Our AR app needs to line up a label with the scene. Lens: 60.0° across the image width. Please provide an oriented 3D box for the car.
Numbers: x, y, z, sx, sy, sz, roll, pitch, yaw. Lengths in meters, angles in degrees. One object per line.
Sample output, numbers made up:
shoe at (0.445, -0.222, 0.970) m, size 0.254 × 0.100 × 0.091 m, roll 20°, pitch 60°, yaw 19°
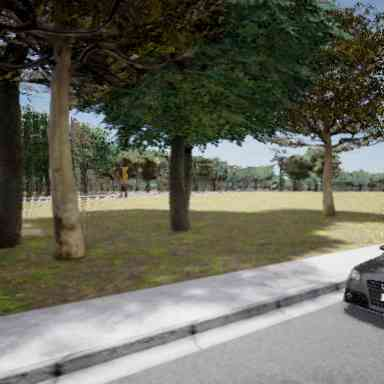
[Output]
car at (4.880, 1.558, 6.527) m, size 4.181 × 1.385 × 1.994 m, roll 0°, pitch 0°, yaw -34°
